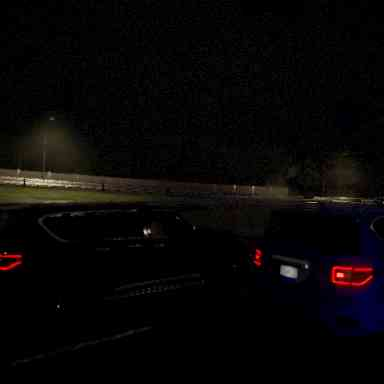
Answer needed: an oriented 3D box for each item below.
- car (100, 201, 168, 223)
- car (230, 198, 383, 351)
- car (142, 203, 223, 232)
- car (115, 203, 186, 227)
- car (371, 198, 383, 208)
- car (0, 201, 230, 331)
[{"bbox_3d":[-4.576,1.505,26.523,4.902,1.511,2.128,0,0,-35],"label":"car"},{"bbox_3d":[3.562,1.228,6.288,5.566,2.045,2.150,0,0,-35],"label":"car"},{"bbox_3d":[-0.497,1.518,20.835,4.892,1.490,1.837,0,0,-35],"label":"car"},{"bbox_3d":[-2.853,1.539,23.453,4.674,1.442,1.812,0,0,-35],"label":"car"},{"bbox_3d":[29.439,1.626,50.738,4.892,1.490,1.837,0,0,-35],"label":"car"},{"bbox_3d":[-1.287,1.224,7.128,5.566,2.045,2.150,0,0,-36],"label":"car"}]
